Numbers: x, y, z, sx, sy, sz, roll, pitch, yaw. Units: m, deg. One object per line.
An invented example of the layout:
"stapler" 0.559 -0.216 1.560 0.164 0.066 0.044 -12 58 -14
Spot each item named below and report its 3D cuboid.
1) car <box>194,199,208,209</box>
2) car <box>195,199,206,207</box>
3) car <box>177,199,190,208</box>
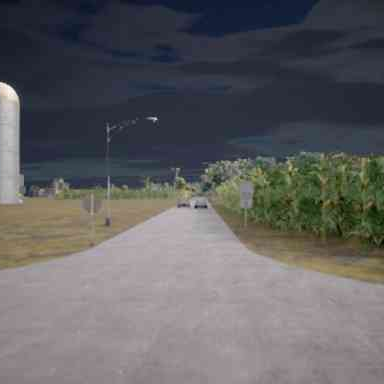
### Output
"car" 1.343 1.819 50.328 1.994 1.385 4.181 -1 0 2
"car" 1.616 1.896 60.361 1.895 1.301 4.718 -1 0 2
"car" -1.293 1.860 54.573 1.994 1.385 4.181 -1 0 2
